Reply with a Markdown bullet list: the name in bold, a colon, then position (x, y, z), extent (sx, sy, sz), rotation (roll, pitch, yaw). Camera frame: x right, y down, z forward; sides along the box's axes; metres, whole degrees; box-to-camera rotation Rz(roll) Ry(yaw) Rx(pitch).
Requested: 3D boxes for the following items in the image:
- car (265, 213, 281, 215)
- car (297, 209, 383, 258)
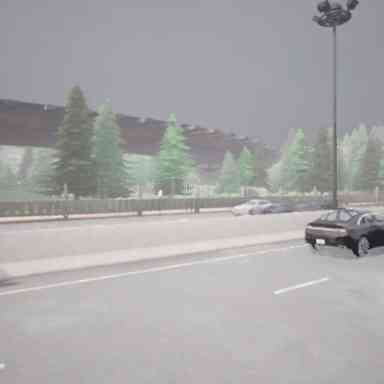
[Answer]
- **car**: position (7.279, 1.459, 26.338), extent (4.181, 1.385, 1.994), rotation (0, 0, -35)
- **car**: position (6.270, 1.431, 12.518), extent (4.902, 1.511, 2.128), rotation (0, 0, -35)
